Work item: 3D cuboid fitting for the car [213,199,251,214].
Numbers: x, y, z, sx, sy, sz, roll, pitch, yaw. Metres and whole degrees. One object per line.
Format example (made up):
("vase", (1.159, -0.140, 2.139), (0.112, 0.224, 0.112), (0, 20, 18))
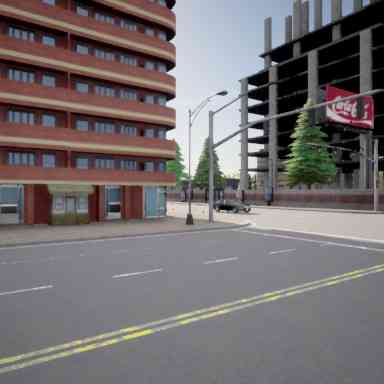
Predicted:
("car", (4.230, 1.491, 35.918), (2.128, 1.511, 4.902), (0, 0, -35))
